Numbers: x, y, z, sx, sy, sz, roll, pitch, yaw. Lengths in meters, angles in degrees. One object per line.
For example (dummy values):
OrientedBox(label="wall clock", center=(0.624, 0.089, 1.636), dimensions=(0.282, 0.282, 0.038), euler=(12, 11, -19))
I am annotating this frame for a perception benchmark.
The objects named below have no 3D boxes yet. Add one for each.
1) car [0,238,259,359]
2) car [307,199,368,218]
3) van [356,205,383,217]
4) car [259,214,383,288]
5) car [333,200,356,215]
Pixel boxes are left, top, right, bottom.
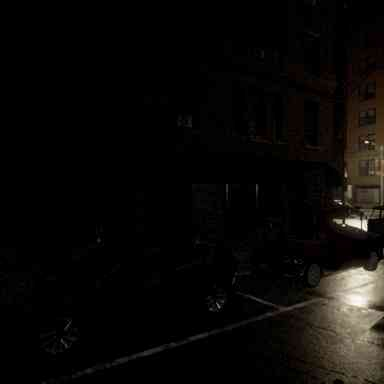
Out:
OrientedBox(label="car", center=(-1.070, 1.566, 5.988), dimensions=(4.313, 1.339, 1.947), euler=(0, 0, -35))
OrientedBox(label="car", center=(13.521, 1.487, 31.207), dimensions=(2.128, 1.511, 4.902), euler=(0, 0, -36))
OrientedBox(label="van", center=(8.174, 1.338, 12.522), dimensions=(3.998, 1.788, 1.690), euler=(0, 0, -35))
OrientedBox(label="car", center=(3.551, 1.544, 9.255), dimensions=(4.507, 1.381, 1.887), euler=(0, 0, -35))
OrientedBox(label="car", center=(11.681, 1.584, 28.209), dimensions=(1.895, 1.301, 4.718), euler=(0, 0, -36))
